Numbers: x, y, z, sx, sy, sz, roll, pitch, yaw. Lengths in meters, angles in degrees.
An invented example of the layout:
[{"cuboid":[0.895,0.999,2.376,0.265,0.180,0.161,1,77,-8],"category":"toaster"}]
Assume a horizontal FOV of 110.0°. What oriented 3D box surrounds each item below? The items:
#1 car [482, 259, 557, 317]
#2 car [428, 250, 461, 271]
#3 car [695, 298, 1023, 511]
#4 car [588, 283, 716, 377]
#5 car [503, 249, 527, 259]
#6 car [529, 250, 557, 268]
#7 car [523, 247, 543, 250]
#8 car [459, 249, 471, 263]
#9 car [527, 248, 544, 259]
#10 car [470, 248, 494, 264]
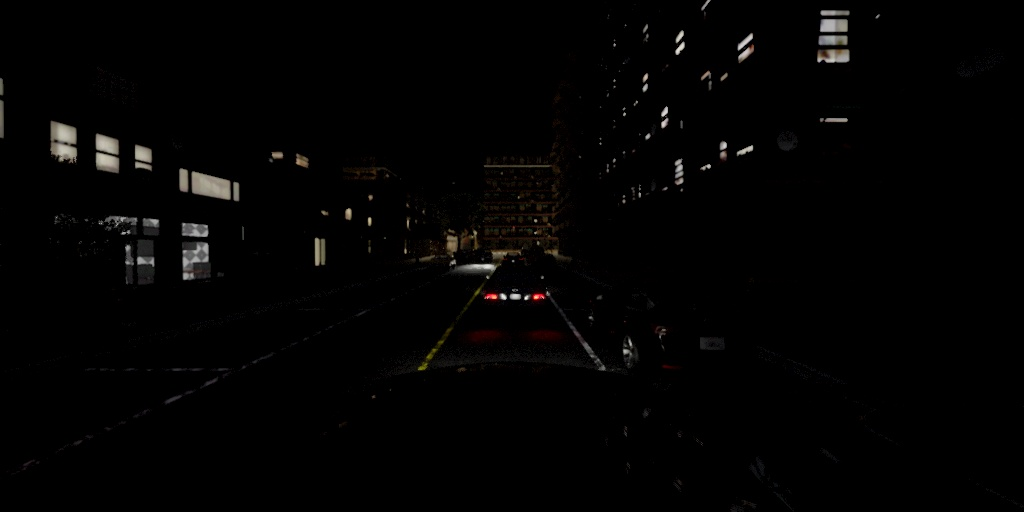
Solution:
[{"cuboid":[0.095,0.988,11.530,2.033,1.411,5.357,0,2,0],"category":"car"},{"cuboid":[-5.656,0.400,29.443,1.751,1.417,4.829,0,0,0],"category":"car"},{"cuboid":[2.691,1.204,1.252,1.967,1.591,4.097,0,0,0],"category":"car"},{"cuboid":[2.691,1.151,6.937,1.948,1.339,4.313,0,0,0],"category":"car"},{"cuboid":[0.102,0.333,32.966,1.994,1.385,4.181,0,2,0],"category":"car"},{"cuboid":[2.692,0.423,29.671,2.007,1.370,4.403,0,0,0],"category":"car"},{"cuboid":[2.693,-0.167,41.039,2.192,1.841,5.009,0,0,0],"category":"car"},{"cuboid":[-5.655,-0.040,40.980,1.967,1.591,4.097,0,0,0],"category":"car"},{"cuboid":[2.692,0.221,35.524,1.751,1.417,4.829,0,0,0],"category":"car"},{"cuboid":[-3.086,0.033,40.274,2.128,1.511,4.902,0,2,0],"category":"car"}]
